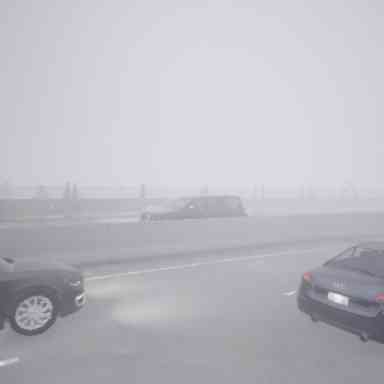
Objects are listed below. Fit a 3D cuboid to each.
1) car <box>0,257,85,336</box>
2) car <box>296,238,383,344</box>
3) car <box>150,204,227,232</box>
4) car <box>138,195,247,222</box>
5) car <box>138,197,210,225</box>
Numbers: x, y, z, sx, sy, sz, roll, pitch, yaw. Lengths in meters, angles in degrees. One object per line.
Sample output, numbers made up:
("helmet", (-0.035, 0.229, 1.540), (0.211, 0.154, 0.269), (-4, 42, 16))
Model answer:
("car", (-4.135, 1.466, 4.988), (4.892, 1.490, 1.837), (1, -1, -35))
("car", (3.885, 1.559, 5.996), (4.181, 1.385, 1.994), (0, 0, -31))
("car", (-0.177, 1.494, 19.984), (4.181, 1.385, 1.994), (0, 0, -29))
("car", (0.157, 1.166, 16.234), (5.566, 2.045, 2.150), (0, 0, -29))
("car", (-1.243, 1.266, 23.385), (4.553, 1.767, 2.097), (0, 0, -28))
